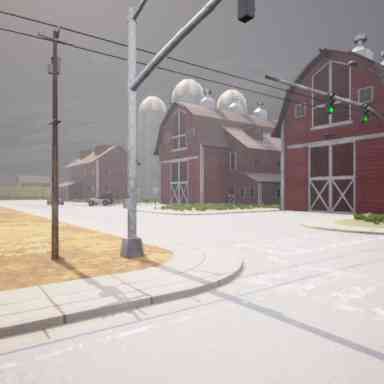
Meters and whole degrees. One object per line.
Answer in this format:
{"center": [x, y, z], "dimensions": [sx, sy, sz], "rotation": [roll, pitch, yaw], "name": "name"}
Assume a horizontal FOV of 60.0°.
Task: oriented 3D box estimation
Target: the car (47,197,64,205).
{"center": [-23.266, 1.533, 56.583], "dimensions": [1.994, 1.385, 4.181], "rotation": [0, 0, -36], "name": "car"}

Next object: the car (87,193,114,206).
{"center": [-13.797, 1.112, 50.595], "dimensions": [3.866, 1.878, 1.905], "rotation": [-2, 5, 11], "name": "car"}
